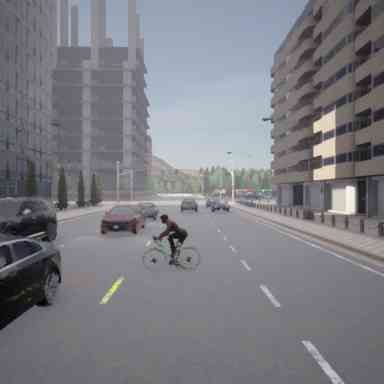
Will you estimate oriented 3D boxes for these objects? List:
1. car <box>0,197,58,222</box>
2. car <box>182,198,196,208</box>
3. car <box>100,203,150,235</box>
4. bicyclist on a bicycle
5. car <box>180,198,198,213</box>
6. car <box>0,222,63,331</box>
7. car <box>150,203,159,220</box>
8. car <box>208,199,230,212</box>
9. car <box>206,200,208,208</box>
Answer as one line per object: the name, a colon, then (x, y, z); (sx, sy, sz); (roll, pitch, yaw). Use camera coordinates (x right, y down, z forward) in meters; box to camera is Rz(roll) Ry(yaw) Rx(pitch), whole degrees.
car: (-7.221, 1.221, 13.148); (2.150, 2.045, 5.566); (0, 0, -1)
car: (-0.458, 1.547, 48.150); (2.033, 1.411, 5.357); (0, 0, -1)
car: (-3.793, 1.477, 19.006); (1.882, 1.535, 5.008); (0, 0, -1)
bicyclist on a bicycle: (-0.598, 1.455, 9.451); (1.656, 1.620, 0.582); (-2, 0, -1)
car: (-0.313, 1.491, 37.770); (2.128, 1.511, 4.902); (0, 0, -1)
car: (-3.640, 1.491, 5.165); (2.128, 1.511, 4.902); (0, 0, -1)
car: (-3.795, 1.572, 27.416); (1.994, 1.385, 4.181); (0, 0, -1)
car: (3.154, 1.601, 38.038); (1.895, 1.301, 4.718); (0, 0, 0)
car: (2.980, 1.601, 48.051); (1.895, 1.301, 4.718); (0, 0, -1)
